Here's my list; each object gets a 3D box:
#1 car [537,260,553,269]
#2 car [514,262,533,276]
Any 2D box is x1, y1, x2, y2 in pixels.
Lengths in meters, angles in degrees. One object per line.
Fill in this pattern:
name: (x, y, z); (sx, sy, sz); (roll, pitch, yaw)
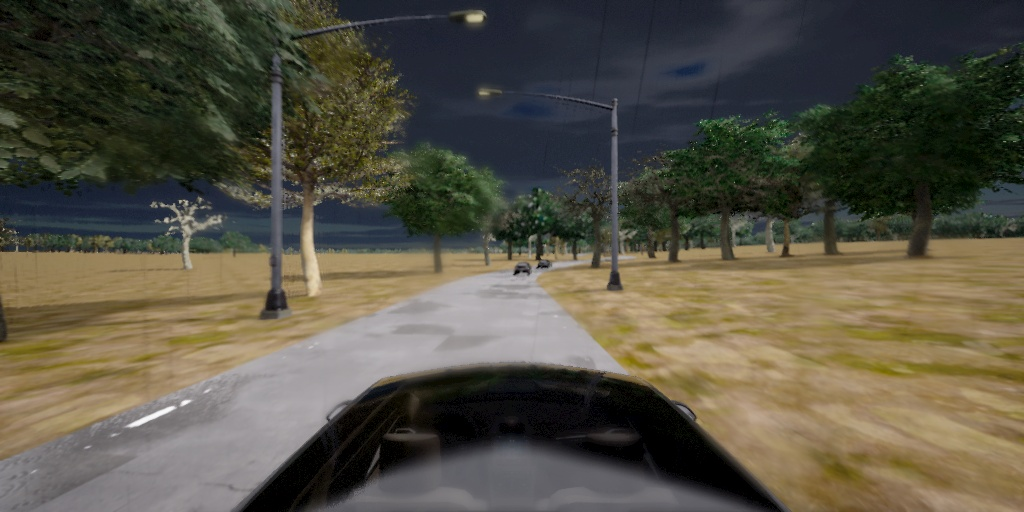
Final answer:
car: (5.488, 1.367, 59.284); (1.837, 1.490, 4.892); (0, 1, 17)
car: (1.380, 1.472, 41.646); (1.837, 1.490, 4.892); (0, 0, 8)
